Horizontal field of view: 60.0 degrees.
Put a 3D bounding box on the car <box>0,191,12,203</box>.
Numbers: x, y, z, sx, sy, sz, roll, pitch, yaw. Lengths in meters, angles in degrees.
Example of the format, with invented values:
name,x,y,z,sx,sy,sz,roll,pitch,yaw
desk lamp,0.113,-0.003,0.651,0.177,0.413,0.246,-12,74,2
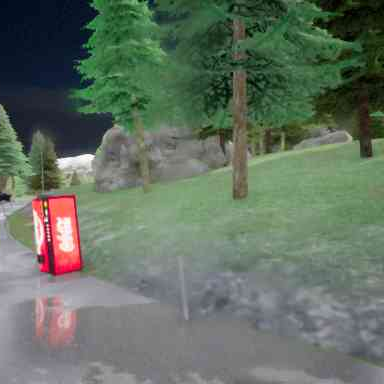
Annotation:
name,x,y,z,sx,sy,sz,roll,pitch,yaw
car,-22.084,0.546,37.432,1.812,1.442,4.674,-3,3,-5

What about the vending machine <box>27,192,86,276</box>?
name,x,y,z,sx,sy,sz,roll,pitch,yaw
vending machine,-3.778,1.125,9.296,1.100,2.100,0.880,-6,0,-44
